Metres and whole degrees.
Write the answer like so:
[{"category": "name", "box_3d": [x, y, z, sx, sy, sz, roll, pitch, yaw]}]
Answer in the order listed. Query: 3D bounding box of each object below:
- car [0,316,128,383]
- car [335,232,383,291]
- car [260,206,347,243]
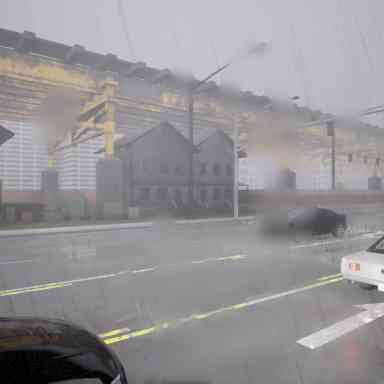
[{"category": "car", "box_3d": [-2.739, 1.492, 1.793, 4.902, 1.511, 2.128, 0, 0, -35]}, {"category": "car", "box_3d": [5.616, 1.601, 7.776, 4.718, 1.301, 1.895, 0, 0, -35]}, {"category": "car", "box_3d": [5.543, 1.477, 16.363, 5.008, 1.535, 1.882, 0, 0, -33]}]
